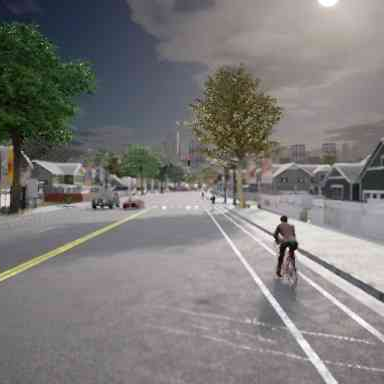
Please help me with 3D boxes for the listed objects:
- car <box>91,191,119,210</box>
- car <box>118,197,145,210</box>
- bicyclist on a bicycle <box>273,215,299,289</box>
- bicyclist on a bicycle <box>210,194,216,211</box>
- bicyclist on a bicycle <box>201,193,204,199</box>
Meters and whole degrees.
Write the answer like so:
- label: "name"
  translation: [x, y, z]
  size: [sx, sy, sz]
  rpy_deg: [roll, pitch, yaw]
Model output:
- label: "car"
  translation: [-9.765, 0.915, 38.170]
  size: [2.150, 2.045, 5.566]
  rpy_deg: [0, 0, 0]
- label: "car"
  translation: [-6.522, 1.297, 37.420]
  size: [1.895, 1.301, 4.718]
  rpy_deg: [0, 0, 0]
- label: "bicyclist on a bicycle"
  translation: [2.251, 1.388, 7.989]
  size: [0.582, 1.620, 1.656]
  rpy_deg: [0, 0, 0]
- label: "bicyclist on a bicycle"
  translation: [2.253, 1.086, 35.287]
  size: [0.659, 1.776, 1.843]
  rpy_deg: [0, 1, 0]
- label: "bicyclist on a bicycle"
  translation: [2.254, 0.785, 69.264]
  size: [0.659, 1.776, 1.843]
  rpy_deg: [0, 1, 0]
